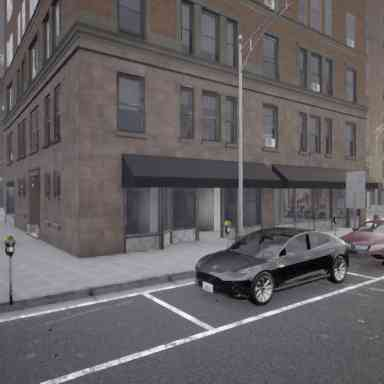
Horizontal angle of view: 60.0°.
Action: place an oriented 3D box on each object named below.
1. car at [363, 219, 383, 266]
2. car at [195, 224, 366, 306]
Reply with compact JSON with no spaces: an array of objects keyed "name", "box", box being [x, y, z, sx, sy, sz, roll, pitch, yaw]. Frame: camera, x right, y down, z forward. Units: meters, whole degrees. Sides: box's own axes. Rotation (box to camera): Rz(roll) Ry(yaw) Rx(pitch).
[{"name":"car","box":[6.550,1.582,11.274,4.206,1.307,1.802,0,0,-36]},{"name":"car","box":[2.088,1.566,8.056,4.313,1.339,1.947,0,0,-36]}]
